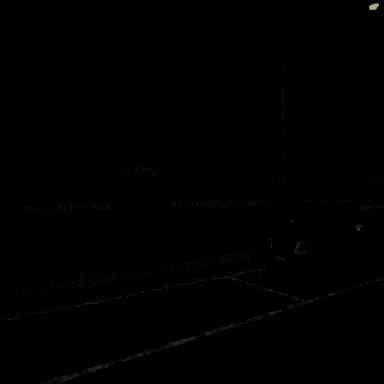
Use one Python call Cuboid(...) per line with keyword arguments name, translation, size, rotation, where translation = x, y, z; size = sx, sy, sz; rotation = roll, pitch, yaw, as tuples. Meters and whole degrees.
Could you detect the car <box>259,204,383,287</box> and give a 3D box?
Cuboid(name="car", translation=(4.189, 1.310, 9.519), size=(5.009, 1.841, 2.192), rotation=(0, 0, -35))
